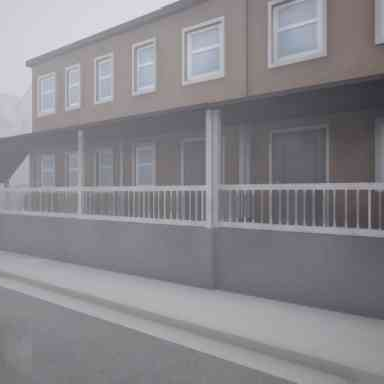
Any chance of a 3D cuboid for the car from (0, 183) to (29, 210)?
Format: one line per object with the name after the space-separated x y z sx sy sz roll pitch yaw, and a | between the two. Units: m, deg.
-15.188 0.727 27.240 2.150 2.045 5.566 0 14 34 | car
